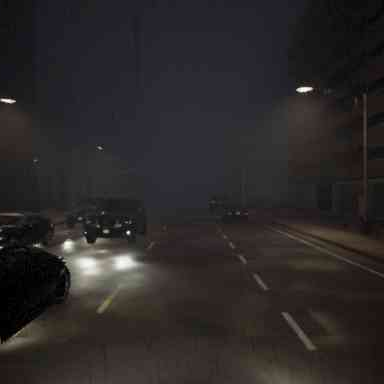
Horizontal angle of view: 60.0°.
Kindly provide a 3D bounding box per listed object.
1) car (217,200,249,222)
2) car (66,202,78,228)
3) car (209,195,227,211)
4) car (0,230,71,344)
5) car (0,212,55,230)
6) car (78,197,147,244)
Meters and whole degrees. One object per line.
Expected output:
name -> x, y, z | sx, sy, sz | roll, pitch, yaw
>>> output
car -> 3.529, 1.697, 27.857 | 2.033, 1.411, 5.357 | 0, 0, 0
car -> -7.087, 1.353, 23.862 | 2.150, 2.045, 5.566 | 0, 0, 0
car -> 3.464, 1.458, 43.779 | 2.150, 2.045, 5.566 | 0, 0, 0
car -> -3.595, 1.595, 5.471 | 1.994, 1.385, 4.181 | 0, 0, 1
car -> -7.107, 1.565, 13.126 | 2.128, 1.511, 4.902 | 0, 0, 0
car -> -3.607, 1.314, 16.746 | 2.150, 2.045, 5.566 | 0, 0, 0
